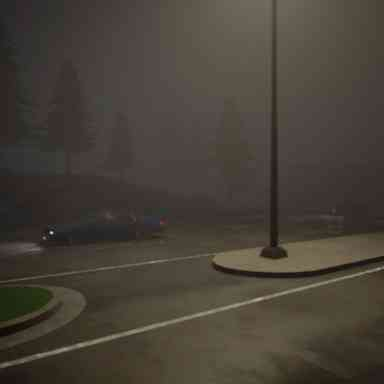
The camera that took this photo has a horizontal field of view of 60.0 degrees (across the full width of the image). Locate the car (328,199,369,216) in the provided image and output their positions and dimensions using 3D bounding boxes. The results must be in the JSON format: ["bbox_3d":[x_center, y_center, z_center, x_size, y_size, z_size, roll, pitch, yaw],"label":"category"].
[{"bbox_3d":[15.312,1.475,32.537,4.902,1.511,2.128,0,0,-34],"label":"car"}]

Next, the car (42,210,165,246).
[{"bbox_3d":[-3.890,1.527,15.272,5.357,1.411,2.033,0,0,-34],"label":"car"}]
